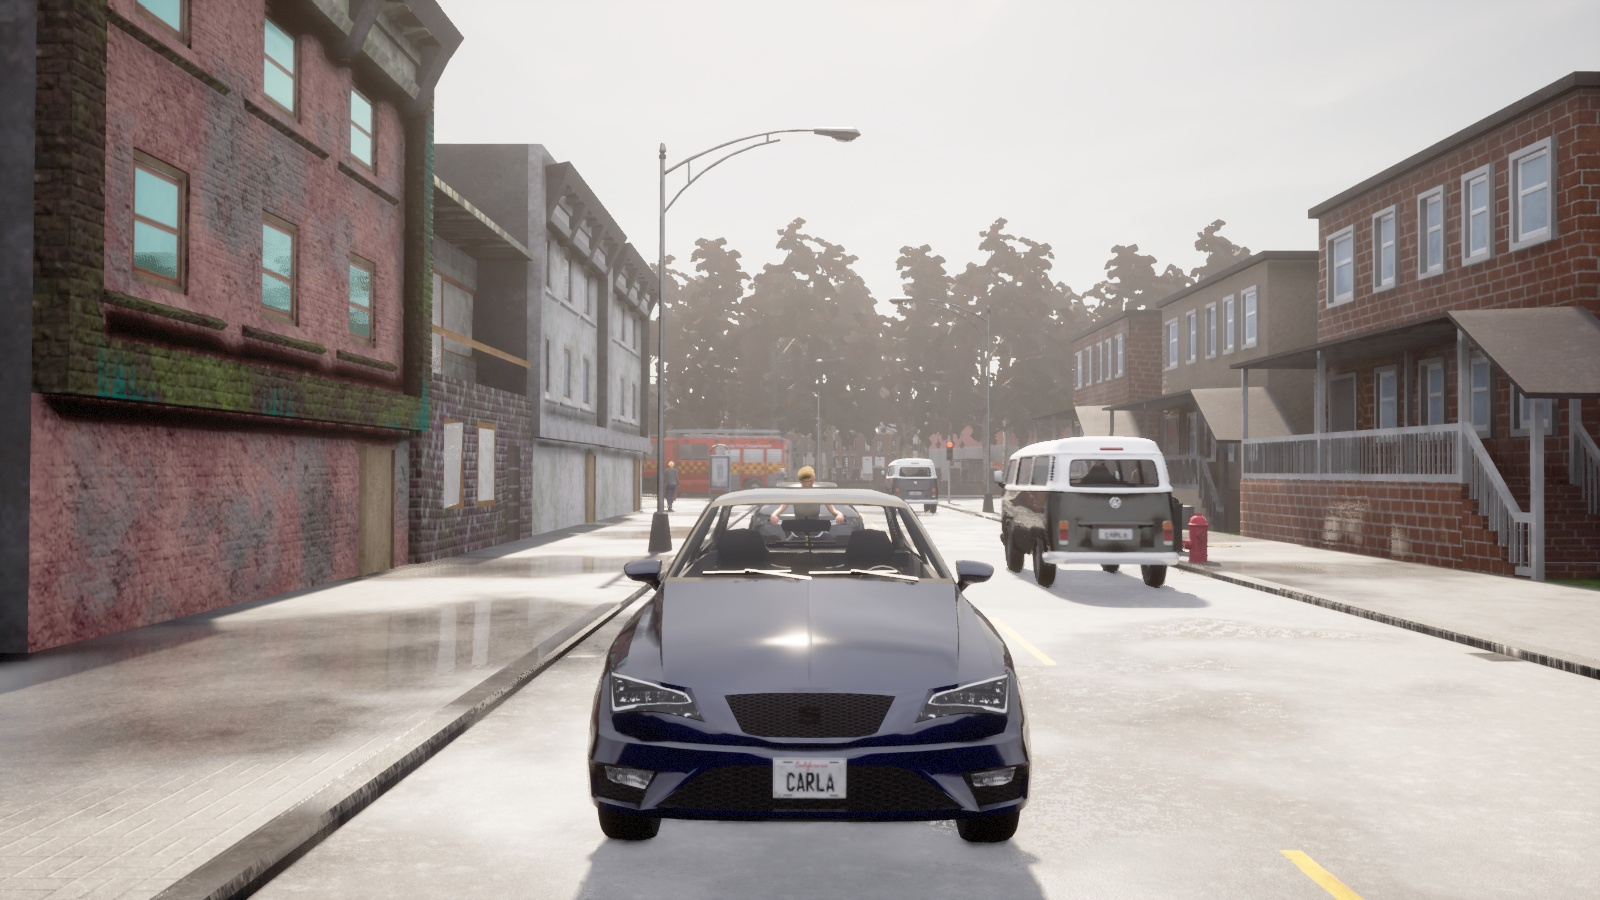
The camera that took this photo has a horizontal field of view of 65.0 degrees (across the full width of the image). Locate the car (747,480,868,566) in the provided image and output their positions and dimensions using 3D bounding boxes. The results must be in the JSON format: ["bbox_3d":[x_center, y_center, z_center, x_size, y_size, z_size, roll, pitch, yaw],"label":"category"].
[{"bbox_3d":[0.126,1.261,22.824,1.994,1.385,4.181,0,-1,0],"label":"car"}]

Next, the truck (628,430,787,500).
[{"bbox_3d":[-5.124,0.846,70.185,8.468,3.827,2.891,0,-1,6],"label":"truck"}]

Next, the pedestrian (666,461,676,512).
[{"bbox_3d":[-4.676,1.304,45.449,0.354,1.836,0.706,0,-1,-5],"label":"pedestrian"}]

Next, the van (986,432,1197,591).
[{"bbox_3d":[4.104,0.831,18.479,2.069,2.038,4.480,0,-1,0],"label":"van"}]

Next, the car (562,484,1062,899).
[{"bbox_3d":[0.049,0.940,6.673,1.816,1.474,4.193,0,-1,0],"label":"car"}]

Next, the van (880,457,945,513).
[{"bbox_3d":[4.246,1.326,48.081,2.069,2.038,4.480,0,-1,0],"label":"van"}]

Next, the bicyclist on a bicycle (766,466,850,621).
[{"bbox_3d":[0.084,0.983,13.839,0.866,1.612,1.509,0,-1,0],"label":"bicyclist on a bicycle"}]
